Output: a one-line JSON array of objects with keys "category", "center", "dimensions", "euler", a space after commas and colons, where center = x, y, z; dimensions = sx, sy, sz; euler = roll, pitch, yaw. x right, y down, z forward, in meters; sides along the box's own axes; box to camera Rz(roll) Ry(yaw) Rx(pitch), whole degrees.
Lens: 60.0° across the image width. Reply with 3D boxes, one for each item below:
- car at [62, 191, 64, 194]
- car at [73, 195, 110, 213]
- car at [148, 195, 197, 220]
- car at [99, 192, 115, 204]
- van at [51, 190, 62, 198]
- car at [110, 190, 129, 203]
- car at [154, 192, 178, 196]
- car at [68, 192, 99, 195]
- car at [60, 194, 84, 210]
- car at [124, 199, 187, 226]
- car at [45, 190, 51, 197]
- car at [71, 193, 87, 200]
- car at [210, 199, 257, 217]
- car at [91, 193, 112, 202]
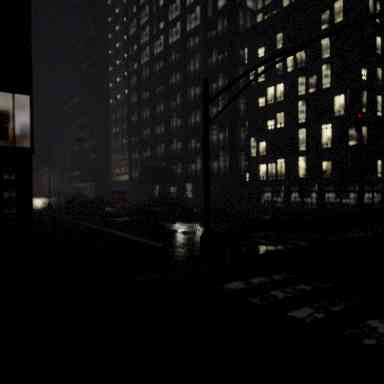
[{"category": "car", "center": [-25.739, 0.717, 70.933], "dimensions": [1.967, 1.590, 4.097], "euler": [-1, 1, -35]}, {"category": "car", "center": [-10.214, 1.345, 33.627], "dimensions": [1.947, 1.339, 4.313], "euler": [-1, 1, -35]}, {"category": "car", "center": [-1.551, 1.312, 25.600], "dimensions": [1.882, 1.535, 5.008], "euler": [-1, 1, -35]}, {"category": "car", "center": [-13.490, 1.102, 48.485], "dimensions": [2.033, 1.411, 5.357], "euler": [-1, 1, -34]}, {"category": "van", "center": [-32.139, 0.515, 80.222], "dimensions": [1.690, 1.788, 3.998], "euler": [-1, 1, -35]}, {"category": "car", "center": [-11.703, 0.717, 51.269], "dimensions": [2.150, 2.045, 5.566], "euler": [-1, 1, -35]}, {"category": "car", "center": [-3.339, 0.948, 38.411], "dimensions": [2.192, 1.841, 5.009], "euler": [-1, 1, -35]}, {"category": "car", "center": [-14.616, 1.124, 44.634], "dimensions": [2.128, 1.511, 4.902], "euler": [-1, 1, -34]}, {"category": "car", "center": [-13.416, 1.280, 38.273], "dimensions": [2.008, 1.369, 4.403], "euler": [-1, 1, -35]}, {"category": "car", "center": [-2.588, 1.446, 22.604], "dimensions": [2.008, 1.369, 4.403], "euler": [-1, 1, -35]}, {"category": "car", "center": [-35.339, 0.672, 84.871], "dimensions": [2.008, 1.369, 4.403], "euler": [-1, 1, -35]}, {"category": "car", "center": [-22.539, 0.873, 66.288], "dimensions": [1.887, 1.381, 4.507], "euler": [-1, 1, -35]}, {"category": "car", "center": [3.409, 1.263, 28.553], "dimensions": [1.752, 1.417, 4.829], "euler": [-1, 1, -35]}, {"category": "car", "center": [-15.627, 0.903, 57.032], "dimensions": [1.882, 1.535, 5.008], "euler": [-1, 1, -35]}]
